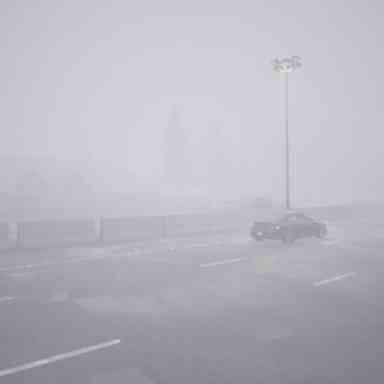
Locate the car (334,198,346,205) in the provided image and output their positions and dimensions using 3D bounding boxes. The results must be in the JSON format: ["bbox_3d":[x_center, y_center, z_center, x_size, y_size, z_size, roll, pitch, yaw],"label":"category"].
[{"bbox_3d":[31.594,2.032,70.788,1.994,1.385,4.181,-1,-1,30],"label":"car"}]

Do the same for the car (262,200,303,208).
[{"bbox_3d":[9.738,1.879,35.574,1.994,1.385,4.181,-1,-1,44],"label":"car"}]

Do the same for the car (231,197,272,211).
[{"bbox_3d":[7.332,1.580,38.082,2.150,2.045,5.566,-1,-1,45],"label":"car"}]

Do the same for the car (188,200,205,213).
[{"bbox_3d":[1.620,1.786,42.264,2.097,1.767,4.553,-1,-1,45],"label":"car"}]

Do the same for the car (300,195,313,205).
[{"bbox_3d":[25.606,1.785,74.422,2.150,2.045,5.566,-1,-1,28],"label":"car"}]

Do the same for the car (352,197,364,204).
[{"bbox_3d":[33.934,1.763,67.807,1.837,1.490,4.892,-1,-1,30],"label":"car"}]

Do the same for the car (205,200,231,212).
[{"bbox_3d":[4.224,1.746,39.948,2.097,1.767,4.553,-1,-1,44],"label":"car"}]

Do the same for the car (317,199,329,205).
[{"bbox_3d":[28.491,2.116,72.408,1.895,1.301,4.718,-1,-1,30],"label":"car"}]

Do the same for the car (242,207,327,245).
[{"bbox_3d":[4.783,1.670,16.347,4.674,1.442,1.812,0,0,-40],"label":"car"}]
